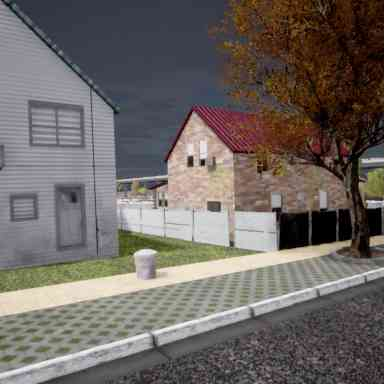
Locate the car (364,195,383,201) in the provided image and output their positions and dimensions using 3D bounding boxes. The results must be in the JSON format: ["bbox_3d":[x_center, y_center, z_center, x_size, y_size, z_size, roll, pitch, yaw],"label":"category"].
[{"bbox_3d":[31.862,1.795,56.744,1.812,1.442,4.674,-2,-1,1],"label":"car"}]

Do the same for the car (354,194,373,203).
[{"bbox_3d":[38.557,1.438,74.903,2.097,1.767,4.553,-2,0,0],"label":"car"}]
